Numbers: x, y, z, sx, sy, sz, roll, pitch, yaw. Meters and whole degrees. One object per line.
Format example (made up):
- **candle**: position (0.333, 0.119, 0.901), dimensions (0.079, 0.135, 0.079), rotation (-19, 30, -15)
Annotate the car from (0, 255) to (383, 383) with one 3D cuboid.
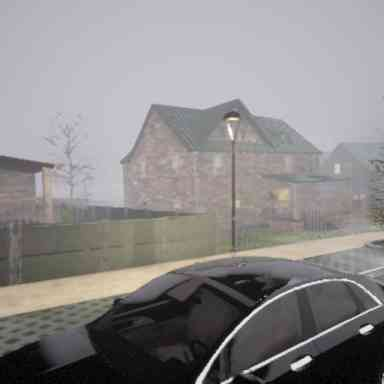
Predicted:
- **car**: position (0.363, 1.504, 3.247), dimensions (4.892, 1.490, 1.837), rotation (0, 0, -36)
